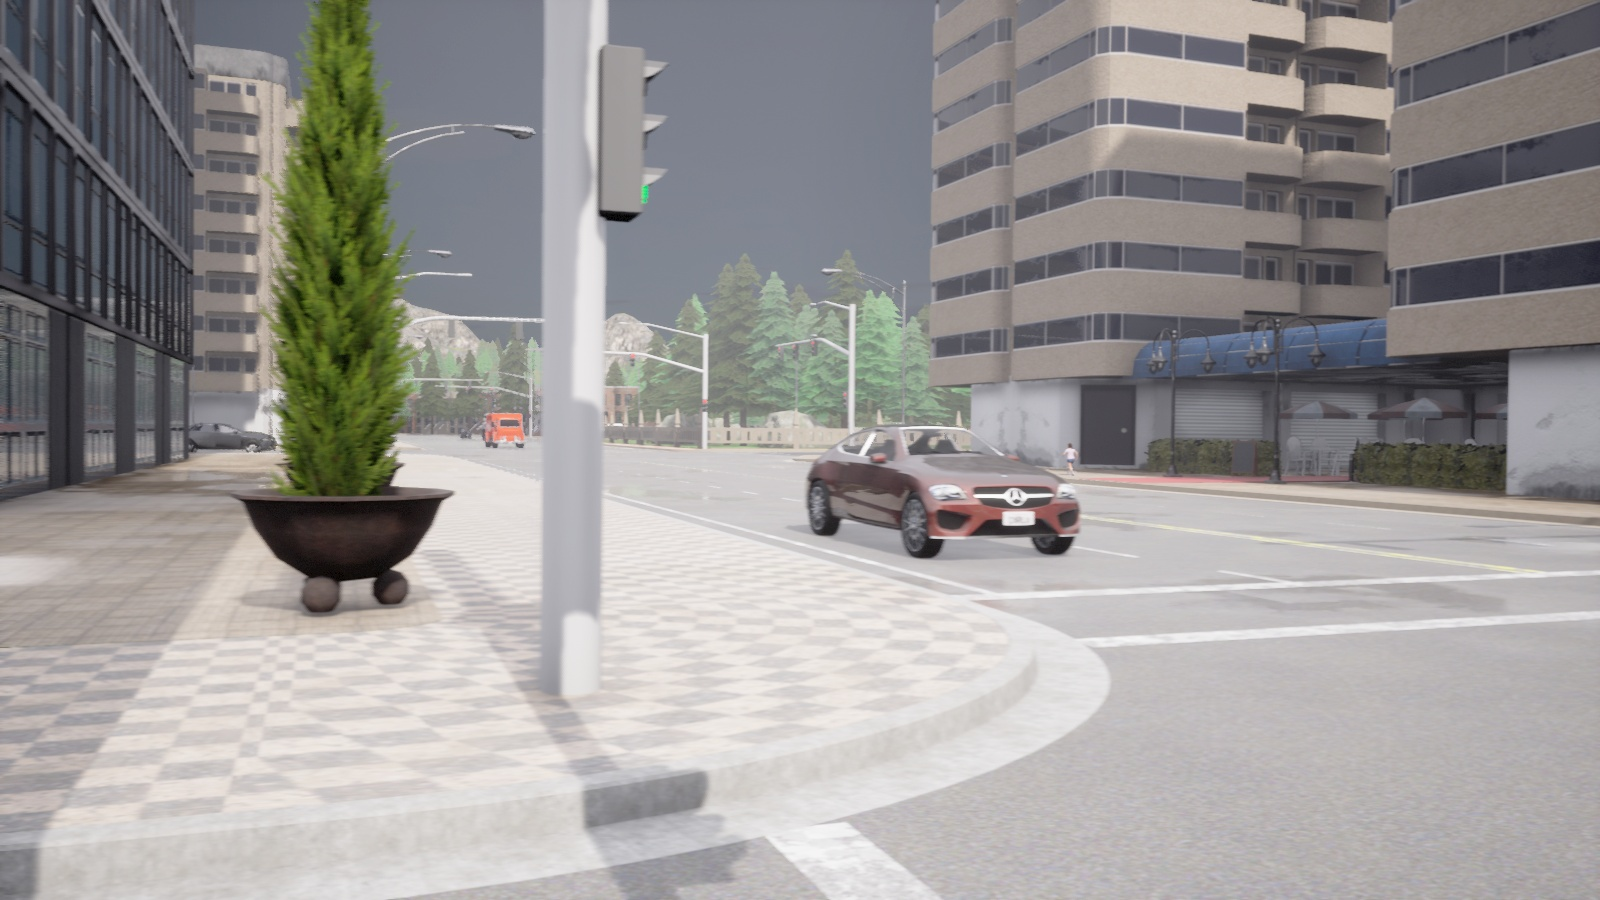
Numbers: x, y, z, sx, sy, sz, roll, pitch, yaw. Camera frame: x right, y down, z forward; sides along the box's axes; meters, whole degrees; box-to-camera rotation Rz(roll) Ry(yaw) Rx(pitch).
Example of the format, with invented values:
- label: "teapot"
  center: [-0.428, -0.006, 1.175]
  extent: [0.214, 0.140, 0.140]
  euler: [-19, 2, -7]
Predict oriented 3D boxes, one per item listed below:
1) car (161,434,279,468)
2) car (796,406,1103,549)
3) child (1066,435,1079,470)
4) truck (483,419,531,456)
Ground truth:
- label: "car"
  center: [-27.579, 0.022, 59.914]
  extent: [4.902, 1.511, 2.128]
  euler: [-1, 1, -20]
- label: "car"
  center: [1.821, 0.275, 17.310]
  extent: [2.152, 1.651, 5.027]
  euler: [-1, 1, -20]
- label: "child"
  center: [8.814, 0.073, 40.641]
  extent: [0.255, 1.110, 0.394]
  euler: [-1, 1, -20]
- label: "truck"
  center: [-20.744, -0.908, 88.695]
  extent: [2.627, 2.467, 5.204]
  euler: [-1, 1, -20]
